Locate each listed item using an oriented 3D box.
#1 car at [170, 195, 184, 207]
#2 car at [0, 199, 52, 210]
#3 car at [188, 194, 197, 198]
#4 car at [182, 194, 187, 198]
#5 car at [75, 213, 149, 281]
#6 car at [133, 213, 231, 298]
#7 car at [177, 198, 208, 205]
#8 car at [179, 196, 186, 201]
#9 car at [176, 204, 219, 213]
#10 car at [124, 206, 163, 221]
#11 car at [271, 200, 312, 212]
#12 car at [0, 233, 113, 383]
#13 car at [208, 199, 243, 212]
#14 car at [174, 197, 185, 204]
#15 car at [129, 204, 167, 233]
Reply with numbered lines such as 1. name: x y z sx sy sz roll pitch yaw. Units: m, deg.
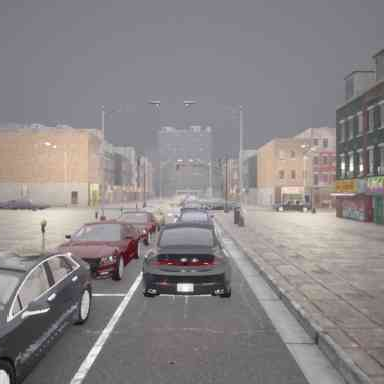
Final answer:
1. car: -2.565 1.615 52.683 1.752 1.417 4.829 0 0 0
2. car: -18.996 1.463 37.981 5.357 1.411 2.033 0 0 0
3. car: 0.109 1.413 82.963 2.150 2.045 5.566 0 0 0
4. car: -2.557 1.421 58.297 2.192 1.841 5.009 0 0 0
5. car: -2.620 1.550 9.907 1.887 1.381 4.507 0 0 0
6. car: -0.066 1.509 8.535 1.837 1.490 4.892 0 0 1
7. car: 0.057 1.505 26.272 1.882 1.535 5.008 0 0 0
8. car: -2.516 1.773 90.961 1.887 1.381 4.507 0 0 0
9. car: 0.114 1.538 16.004 1.812 1.442 4.674 0 0 0
10. car: -2.613 1.556 15.402 1.887 1.381 4.507 0 0 0
11. car: 12.258 1.716 41.056 4.892 1.490 1.837 1 0 0
12. car: -2.627 1.553 4.413 2.008 1.369 4.403 0 0 0
13. car: 3.341 1.577 38.068 4.902 1.511 2.128 1 0 0
14. car: -2.544 1.694 69.185 2.008 1.369 4.403 0 0 0
15. car: -2.606 1.544 20.725 1.752 1.417 4.829 0 0 0
